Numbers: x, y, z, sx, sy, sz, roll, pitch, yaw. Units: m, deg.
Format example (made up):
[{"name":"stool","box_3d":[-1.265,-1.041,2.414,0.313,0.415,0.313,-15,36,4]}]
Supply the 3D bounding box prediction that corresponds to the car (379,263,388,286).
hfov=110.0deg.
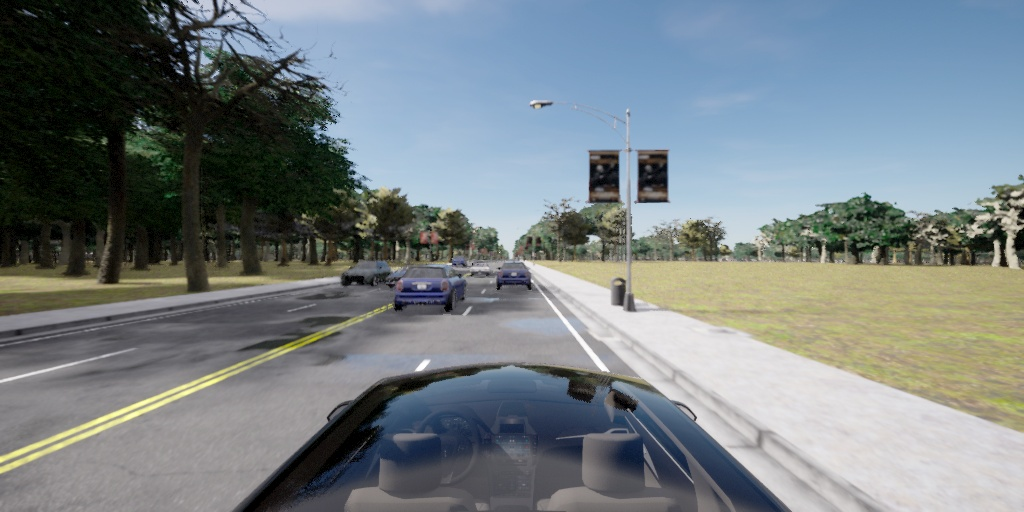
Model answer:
[{"name":"car","box_3d":[-6.578,1.304,23.594,2.033,1.411,5.357,0,0,0]}]

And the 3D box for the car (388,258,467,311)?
[{"name":"car","box_3d":[-3.138,1.107,14.626,2.097,1.767,4.553,0,0,0]}]

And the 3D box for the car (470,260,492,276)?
[{"name":"car","box_3d":[-3.111,1.360,37.001,1.895,1.301,4.718,0,0,0]}]

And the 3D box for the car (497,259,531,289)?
[{"name":"car","box_3d":[0.123,1.112,23.343,2.097,1.767,4.553,0,0,0]}]

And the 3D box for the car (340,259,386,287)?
[{"name":"car","box_3d":[-9.822,1.107,24.534,2.097,1.767,4.553,0,0,0]}]
